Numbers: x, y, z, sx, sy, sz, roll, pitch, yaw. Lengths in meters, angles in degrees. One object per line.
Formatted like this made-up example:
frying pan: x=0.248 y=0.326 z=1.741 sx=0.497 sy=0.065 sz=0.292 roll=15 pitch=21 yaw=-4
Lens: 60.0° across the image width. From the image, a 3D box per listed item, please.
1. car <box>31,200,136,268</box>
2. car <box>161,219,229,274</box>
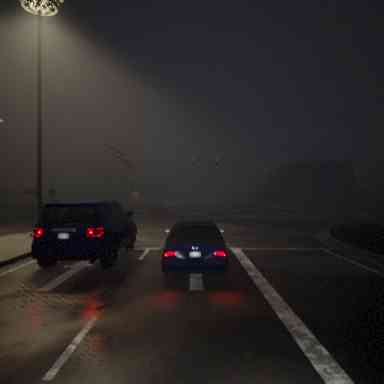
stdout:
car: x=-3.412 y=1.263 z=11.554 sx=2.150 sy=2.045 sz=5.566 roll=0 pitch=0 yaw=0
car: x=0.085 y=1.585 z=10.655 sx=2.033 sy=1.411 sz=5.357 roll=0 pitch=0 yaw=0
